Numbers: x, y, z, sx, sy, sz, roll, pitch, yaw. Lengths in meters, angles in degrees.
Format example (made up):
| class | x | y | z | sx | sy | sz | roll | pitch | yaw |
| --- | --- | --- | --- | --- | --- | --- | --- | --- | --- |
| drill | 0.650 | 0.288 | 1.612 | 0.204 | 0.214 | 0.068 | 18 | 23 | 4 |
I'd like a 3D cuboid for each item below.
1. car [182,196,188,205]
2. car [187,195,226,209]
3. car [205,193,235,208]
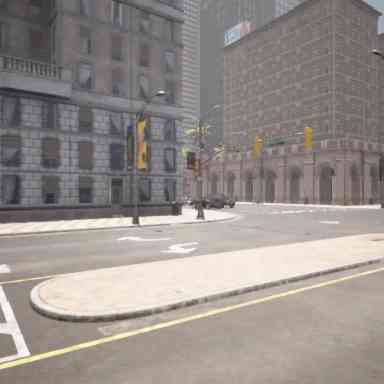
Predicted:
| class | x | y | z | sx | sy | sz | roll | pitch | yaw |
| --- | --- | --- | --- | --- | --- | --- | --- | --- | --- |
| car | -1.805 | 1.491 | 56.212 | 2.128 | 1.511 | 4.902 | 0 | 0 | -34 |
| car | 1.850 | 1.478 | 44.629 | 1.882 | 1.535 | 5.008 | 0 | 0 | -35 |
| car | 3.825 | 1.221 | 47.901 | 2.150 | 2.045 | 5.566 | 0 | 0 | -35 |
